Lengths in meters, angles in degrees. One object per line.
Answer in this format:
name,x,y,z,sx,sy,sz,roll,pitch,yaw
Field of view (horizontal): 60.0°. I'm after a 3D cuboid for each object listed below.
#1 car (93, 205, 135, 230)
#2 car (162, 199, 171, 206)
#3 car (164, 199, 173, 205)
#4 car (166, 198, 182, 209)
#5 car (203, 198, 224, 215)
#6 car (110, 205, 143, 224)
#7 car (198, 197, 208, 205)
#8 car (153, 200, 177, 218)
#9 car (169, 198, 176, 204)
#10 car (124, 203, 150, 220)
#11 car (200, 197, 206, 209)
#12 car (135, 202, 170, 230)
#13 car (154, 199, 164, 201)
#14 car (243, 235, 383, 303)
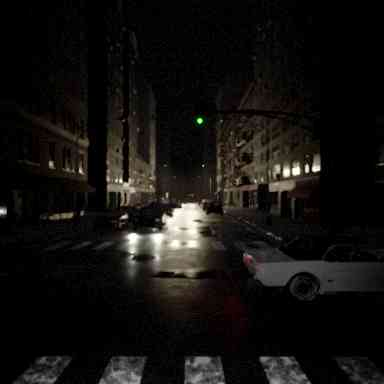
car,-5.406,1.790,22.602,2.008,1.369,4.403,0,-1,0
car,-5.447,2.268,71.514,1.752,1.417,4.829,0,-1,0
car,-5.452,2.384,77.137,1.802,1.307,4.206,0,-1,0
car,-2.818,1.926,55.072,2.097,1.767,4.553,0,0,0
car,2.605,1.853,38.964,1.967,1.590,4.097,0,-1,0
car,-5.411,1.841,28.056,1.887,1.381,4.507,0,-1,0
car,2.572,2.121,77.143,2.192,1.841,5.009,0,-1,0
car,-2.875,1.889,34.257,1.812,1.442,4.674,0,0,0
car,-5.466,2.426,93.498,1.967,1.590,4.097,0,-1,0
car,-5.415,1.877,33.340,1.752,1.417,4.829,0,-1,0
car,2.596,1.964,49.872,1.967,1.590,4.097,0,-1,0
car,-2.869,1.726,23.286,1.882,1.535,5.008,0,-1,0
car,-5.429,2.087,49.870,1.947,1.339,4.313,0,-1,0
car,3.704,1.713,7.872,4.718,1.301,1.895,0,-1,0
